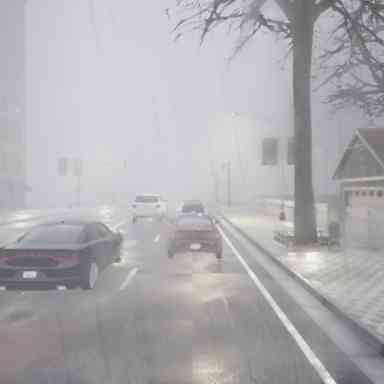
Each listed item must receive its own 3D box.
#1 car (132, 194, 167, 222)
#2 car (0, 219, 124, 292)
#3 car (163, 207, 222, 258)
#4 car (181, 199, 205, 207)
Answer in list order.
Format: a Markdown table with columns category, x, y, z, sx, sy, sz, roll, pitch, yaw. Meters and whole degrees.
| category | x | y | z | sx | sy | sz | roll | pitch | yaw |
| --- | --- | --- | --- | --- | --- | --- | --- | --- | --- |
| car | -3.157 | 1.154 | 25.422 | 2.150 | 2.045 | 5.566 | 0 | 0 | 0 |
| car | -3.153 | 1.459 | 8.942 | 1.882 | 1.535 | 5.008 | 0 | 0 | 0 |
| car | 0.095 | 1.498 | 12.534 | 1.812 | 1.442 | 4.674 | 0 | 0 | 0 |
| car | 0.091 | 1.397 | 29.461 | 1.882 | 1.535 | 5.008 | 0 | 0 | 0 |
